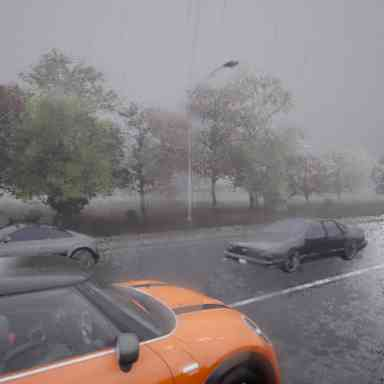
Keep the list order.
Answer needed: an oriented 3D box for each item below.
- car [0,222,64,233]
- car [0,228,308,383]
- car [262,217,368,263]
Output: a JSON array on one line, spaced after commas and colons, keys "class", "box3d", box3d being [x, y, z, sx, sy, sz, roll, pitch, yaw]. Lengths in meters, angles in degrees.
[{"class": "car", "box3d": [-4.735, 1.564, 9.200, 4.181, 1.385, 1.994, 0, 0, -35]}, {"class": "car", "box3d": [-1.355, 1.352, 2.778, 4.553, 1.767, 2.097, 0, 0, -35]}, {"class": "car", "box3d": [3.602, 1.547, 10.825, 5.357, 1.411, 2.033, 0, 0, -35]}]
